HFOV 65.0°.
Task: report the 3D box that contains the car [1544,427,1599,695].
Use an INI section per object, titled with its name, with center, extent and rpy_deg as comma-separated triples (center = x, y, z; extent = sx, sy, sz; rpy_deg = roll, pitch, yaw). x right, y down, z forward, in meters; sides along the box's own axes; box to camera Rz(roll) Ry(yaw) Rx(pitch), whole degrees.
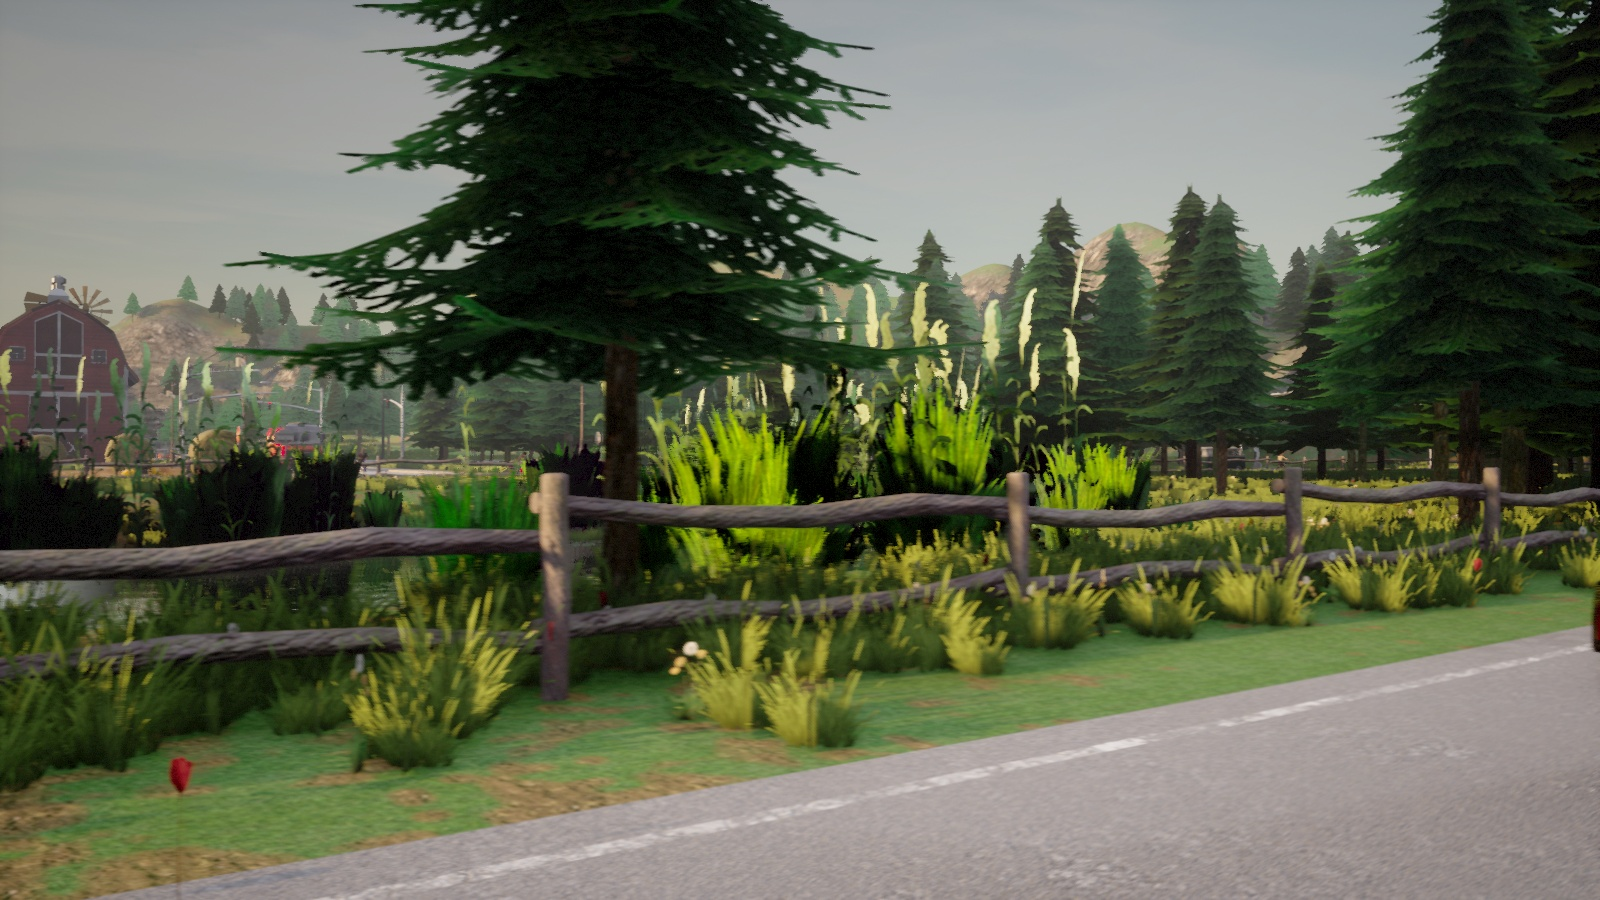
[car]
center = 7.274, 0.681, 8.623
extent = 4.856, 1.649, 2.033
rpy_deg = 0, 0, -37

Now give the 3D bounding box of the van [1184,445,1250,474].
[van]
center = 28.703, 0.631, 86.452
extent = 4.442, 1.987, 1.775
rpy_deg = 0, 0, -30

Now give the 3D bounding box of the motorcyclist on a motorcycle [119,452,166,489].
[motorcyclist on a motorcycle]
center = -28.770, 0.869, 54.937
extent = 1.817, 1.590, 0.866
rpy_deg = 0, 0, -28
